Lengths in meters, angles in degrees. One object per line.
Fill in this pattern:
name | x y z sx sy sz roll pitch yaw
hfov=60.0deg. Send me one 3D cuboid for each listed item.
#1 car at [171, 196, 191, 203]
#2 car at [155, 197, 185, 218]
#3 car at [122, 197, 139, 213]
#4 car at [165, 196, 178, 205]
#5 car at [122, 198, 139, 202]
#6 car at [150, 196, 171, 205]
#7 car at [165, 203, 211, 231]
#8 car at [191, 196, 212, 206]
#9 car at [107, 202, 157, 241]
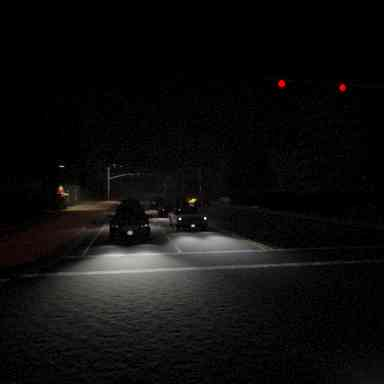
car | -1.870 1.352 49.746 2.097 1.767 4.553 0 0 -10
car | -2.148 1.526 30.891 1.812 1.442 4.674 0 0 -10
car | -7.310 1.500 39.750 1.837 1.490 4.892 0 1 -10
car | -3.691 1.505 59.412 1.837 1.490 4.892 0 0 -10
car | -4.761 1.352 25.704 2.097 1.767 4.553 0 0 -10
car | -4.235 1.352 42.444 2.097 1.767 4.553 0 0 -10
car | -0.343 1.601 20.989 1.895 1.301 4.718 0 0 -10
car | 1.641 1.601 49.981 1.895 1.301 4.718 0 0 -10
car | -3.115 1.492 16.738 2.128 1.511 4.902 0 0 -11
